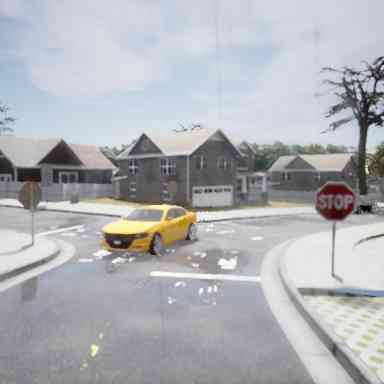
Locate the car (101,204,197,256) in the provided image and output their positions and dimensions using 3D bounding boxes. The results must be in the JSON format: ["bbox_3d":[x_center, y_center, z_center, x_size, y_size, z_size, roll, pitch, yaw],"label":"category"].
[{"bbox_3d":[-1.390,1.238,12.484,1.882,1.535,5.008,0,1,21],"label":"car"}]

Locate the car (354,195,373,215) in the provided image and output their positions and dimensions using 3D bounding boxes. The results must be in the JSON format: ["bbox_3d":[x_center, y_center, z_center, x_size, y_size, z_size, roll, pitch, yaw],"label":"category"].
[{"bbox_3d":[15.042,1.118,30.854,4.553,1.767,2.097,0,2,-43],"label":"car"}]
